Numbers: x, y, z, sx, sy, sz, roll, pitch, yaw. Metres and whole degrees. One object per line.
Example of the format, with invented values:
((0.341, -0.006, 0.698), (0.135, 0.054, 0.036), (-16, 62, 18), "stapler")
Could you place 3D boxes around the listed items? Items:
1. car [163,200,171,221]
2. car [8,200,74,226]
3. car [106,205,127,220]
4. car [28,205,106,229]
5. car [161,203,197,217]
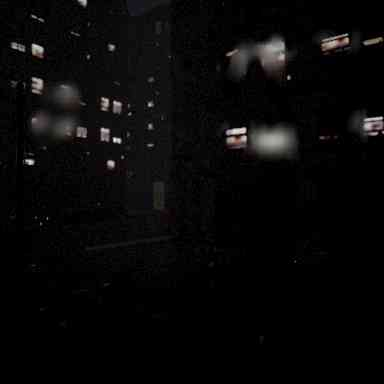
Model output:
((-0.124, 1.705, 31.221), (2.150, 2.045, 5.566), (0, -1, 36), "car")
((-11.246, 1.571, 25.553), (2.192, 1.841, 5.009), (-1, -2, 35), "car")
((-7.953, 1.904, 30.193), (1.887, 1.381, 4.507), (-1, -2, 35), "car")
((-8.948, 1.875, 24.288), (1.895, 1.301, 4.718), (0, -1, 35), "car")
((-1.462, 2.087, 39.348), (1.752, 1.417, 4.829), (-1, -2, 35), "car")
